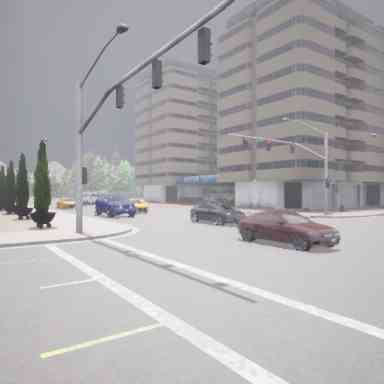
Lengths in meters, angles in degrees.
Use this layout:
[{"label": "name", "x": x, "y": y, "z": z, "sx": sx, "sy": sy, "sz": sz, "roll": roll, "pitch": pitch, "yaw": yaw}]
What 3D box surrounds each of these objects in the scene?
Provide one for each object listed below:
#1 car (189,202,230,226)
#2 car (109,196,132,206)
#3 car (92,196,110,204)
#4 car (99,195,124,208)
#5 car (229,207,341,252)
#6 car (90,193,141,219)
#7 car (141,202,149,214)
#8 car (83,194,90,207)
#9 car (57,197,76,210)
[{"label": "car", "x": 1.702, "y": 1.505, "z": 23.549, "sx": 1.837, "sy": 1.490, "sz": 4.892, "roll": 0, "pitch": 0, "yaw": -35}, {"label": "car", "x": -12.167, "y": 1.491, "z": 56.138, "sx": 2.128, "sy": 1.511, "sz": 4.902, "roll": 0, "pitch": 0, "yaw": -35}, {"label": "car", "x": -17.475, "y": 1.505, "z": 63.776, "sx": 1.837, "sy": 1.490, "sz": 4.892, "roll": 0, "pitch": 0, "yaw": -33}, {"label": "car", "x": -12.116, "y": 1.352, "z": 49.930, "sx": 2.097, "sy": 1.767, "sz": 4.553, "roll": 0, "pitch": 0, "yaw": -35}, {"label": "car", "x": 3.918, "y": 1.525, "z": 14.222, "sx": 1.812, "sy": 1.442, "sz": 4.674, "roll": 0, "pitch": 0, "yaw": -35}, {"label": "car", "x": -7.017, "y": 1.222, "z": 29.968, "sx": 2.150, "sy": 2.045, "sz": 5.566, "roll": 0, "pitch": 0, "yaw": -35}, {"label": "car", "x": -6.327, "y": 1.478, "z": 35.108, "sx": 1.882, "sy": 1.535, "sz": 5.008, "roll": 0, "pitch": 1, "yaw": -35}, {"label": "car", "x": -17.757, "y": 1.492, "z": 51.613, "sx": 2.128, "sy": 1.511, "sz": 4.902, "roll": 0, "pitch": 0, "yaw": -34}, {"label": "car", "x": -16.081, "y": 1.478, "z": 43.028, "sx": 1.882, "sy": 1.535, "sz": 5.008, "roll": 0, "pitch": 0, "yaw": -35}]
